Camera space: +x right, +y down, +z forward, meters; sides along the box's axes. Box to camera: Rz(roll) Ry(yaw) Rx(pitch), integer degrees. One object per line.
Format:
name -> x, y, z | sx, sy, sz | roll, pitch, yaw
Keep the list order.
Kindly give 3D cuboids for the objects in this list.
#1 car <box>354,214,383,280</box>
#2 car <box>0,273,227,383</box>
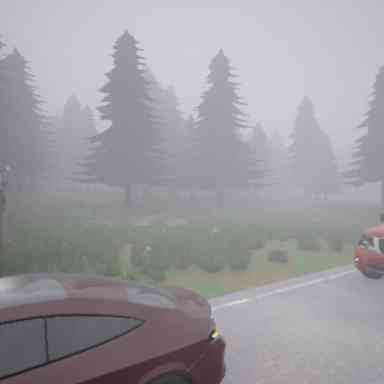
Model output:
car -> 6.528, 1.146, 8.637 | 5.566, 2.045, 2.150 | -1, 0, -35
car -> -1.794, 1.523, 2.705 | 4.674, 1.442, 1.812 | 0, 0, -35
